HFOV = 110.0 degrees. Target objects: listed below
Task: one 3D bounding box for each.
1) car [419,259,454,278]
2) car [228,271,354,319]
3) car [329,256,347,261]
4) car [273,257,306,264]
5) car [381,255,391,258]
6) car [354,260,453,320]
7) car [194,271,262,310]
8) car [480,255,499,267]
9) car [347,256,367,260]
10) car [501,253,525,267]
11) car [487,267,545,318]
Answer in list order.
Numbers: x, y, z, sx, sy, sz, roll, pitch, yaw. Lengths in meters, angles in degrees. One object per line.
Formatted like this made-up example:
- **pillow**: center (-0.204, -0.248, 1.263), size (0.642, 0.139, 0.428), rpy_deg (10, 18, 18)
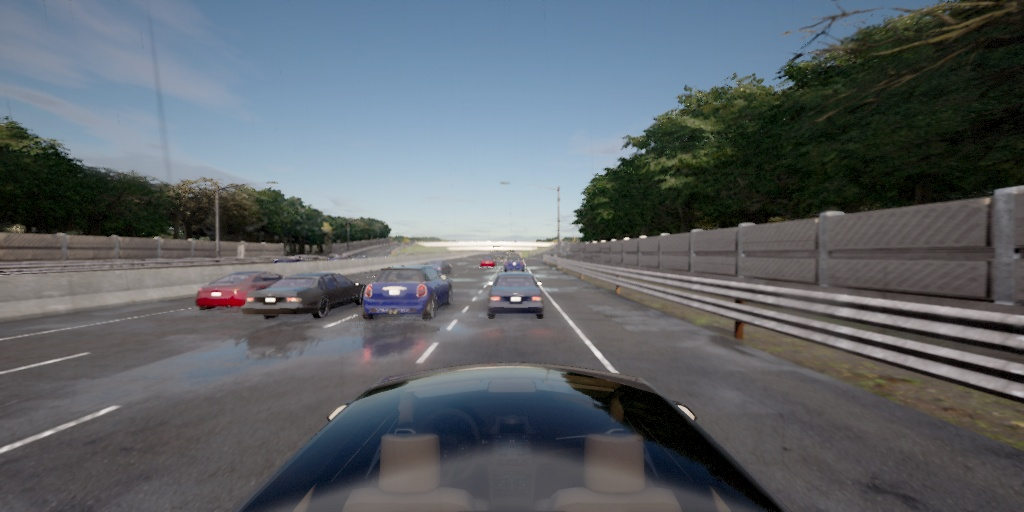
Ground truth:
- **car**: center (-6.782, 1.067, 32.955), size (2.033, 1.411, 5.357), rpy_deg (0, 1, 0)
- **car**: center (-6.882, 1.291, 12.739), size (2.033, 1.411, 5.357), rpy_deg (0, 0, 0)
- **car**: center (-27.649, 0.690, 58.009), size (1.895, 1.301, 4.718), rpy_deg (0, 1, 1)
- **car**: center (-31.277, 0.806, 50.480), size (1.895, 1.301, 4.718), rpy_deg (0, 1, 1)
- **car**: center (-20.648, 0.619, 57.955), size (2.033, 1.411, 5.357), rpy_deg (0, 1, 1)
- **car**: center (-3.481, 1.097, 12.765), size (2.097, 1.767, 4.553), rpy_deg (0, 0, 0)
- **car**: center (-10.374, 1.298, 14.591), size (1.994, 1.385, 4.181), rpy_deg (0, 0, 0)
- **car**: center (-3.245, 0.790, 49.167), size (1.994, 1.385, 4.181), rpy_deg (0, 1, 1)
- **car**: center (-24.151, 0.640, 57.788), size (1.994, 1.385, 4.181), rpy_deg (0, 1, 1)
- **car**: center (0.257, 0.779, 38.028), size (2.097, 1.767, 4.553), rpy_deg (0, 1, 0)
- **car**: center (0.120, 1.290, 12.958), size (2.033, 1.411, 5.357), rpy_deg (0, 0, 0)
